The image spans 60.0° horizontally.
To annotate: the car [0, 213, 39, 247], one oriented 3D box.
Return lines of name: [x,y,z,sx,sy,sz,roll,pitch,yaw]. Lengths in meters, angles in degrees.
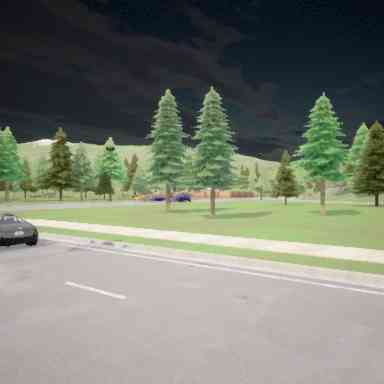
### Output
car: [-8.349,1.571,14.058,4.181,1.385,1.994,0,0,35]

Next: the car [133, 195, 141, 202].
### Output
car: [-11.027,1.448,74.329,1.882,1.535,5.008,0,0,36]

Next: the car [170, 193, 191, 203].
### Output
car: [-2.396,1.200,68.352,2.150,2.045,5.566,0,0,36]

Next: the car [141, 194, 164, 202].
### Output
car: [-8.171,1.325,72.305,2.097,1.767,4.553,0,0,36]
